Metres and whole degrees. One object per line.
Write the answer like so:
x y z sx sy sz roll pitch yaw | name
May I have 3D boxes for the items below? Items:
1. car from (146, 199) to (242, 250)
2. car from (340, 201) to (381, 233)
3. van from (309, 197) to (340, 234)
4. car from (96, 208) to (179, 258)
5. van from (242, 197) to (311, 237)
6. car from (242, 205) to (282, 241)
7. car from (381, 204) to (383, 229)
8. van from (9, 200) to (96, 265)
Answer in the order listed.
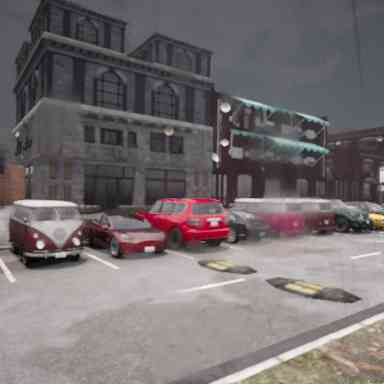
-0.681 1.306 14.962 2.435 2.045 5.566 1 0 -35 | car
8.523 1.387 21.406 2.435 2.045 5.566 0 0 -35 | car
6.073 1.395 19.848 1.878 1.987 4.442 0 0 -35 | van
-2.818 1.563 13.384 2.163 1.488 4.792 1 0 -35 | car
3.907 1.377 18.316 1.878 1.987 4.442 1 0 -35 | van
1.706 1.582 16.606 2.231 1.521 4.892 0 0 -35 | car
10.882 1.652 22.890 1.946 1.575 5.366 0 0 -35 | car
-5.139 1.280 11.637 1.878 1.987 4.442 1 0 -35 | van
